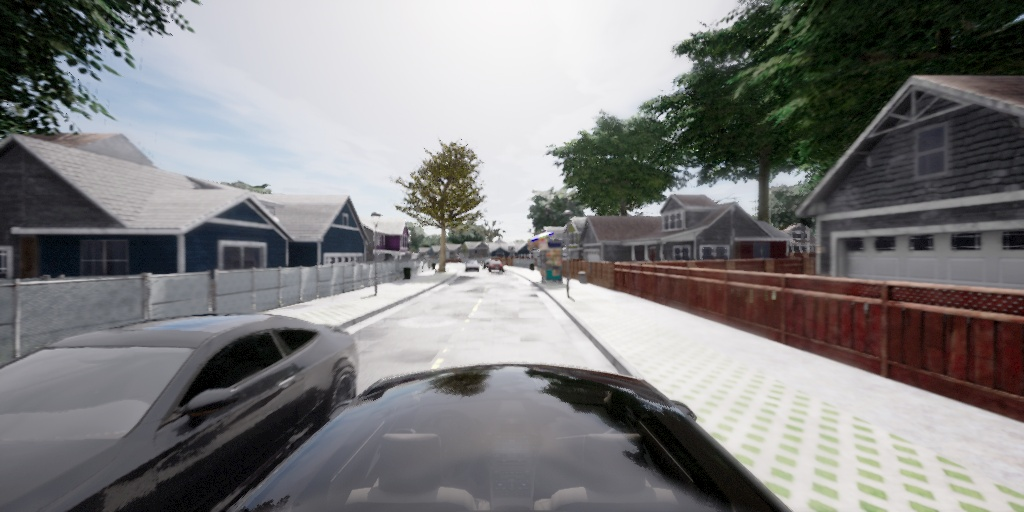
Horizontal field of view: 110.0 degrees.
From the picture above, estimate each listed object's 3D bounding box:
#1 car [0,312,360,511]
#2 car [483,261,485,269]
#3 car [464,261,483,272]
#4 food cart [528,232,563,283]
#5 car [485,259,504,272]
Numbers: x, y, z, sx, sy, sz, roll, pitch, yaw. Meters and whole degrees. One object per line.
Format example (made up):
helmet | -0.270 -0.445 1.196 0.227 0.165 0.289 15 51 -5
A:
car | -2.845 1.275 2.879 1.812 1.442 4.674 0 0 0
car | -3.504 1.284 55.740 1.837 1.490 4.892 0 0 -10
car | -5.132 1.307 46.162 2.033 1.411 5.357 0 0 -7
food cart | 2.661 0.200 25.737 2.280 3.560 4.660 0 0 -3
car | -2.131 1.281 45.792 1.812 1.442 4.674 0 0 -8
